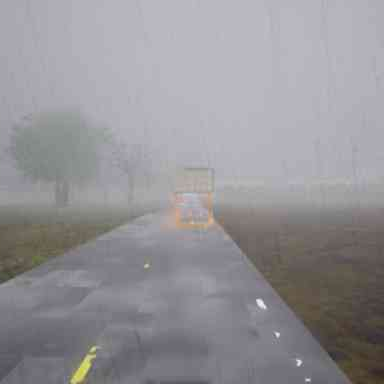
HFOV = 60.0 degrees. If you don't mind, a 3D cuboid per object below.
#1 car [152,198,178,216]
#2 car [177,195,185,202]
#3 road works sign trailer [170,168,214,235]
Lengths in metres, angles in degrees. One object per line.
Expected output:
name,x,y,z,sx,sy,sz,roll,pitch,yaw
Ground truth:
car,-2.828,1.555,33.385,2.033,1.411,5.357,0,0,0
car,-2.707,1.538,75.166,2.097,1.767,4.553,0,0,0
road works sign trailer,0.017,0.444,18.553,2.380,3.560,2.880,0,0,1
